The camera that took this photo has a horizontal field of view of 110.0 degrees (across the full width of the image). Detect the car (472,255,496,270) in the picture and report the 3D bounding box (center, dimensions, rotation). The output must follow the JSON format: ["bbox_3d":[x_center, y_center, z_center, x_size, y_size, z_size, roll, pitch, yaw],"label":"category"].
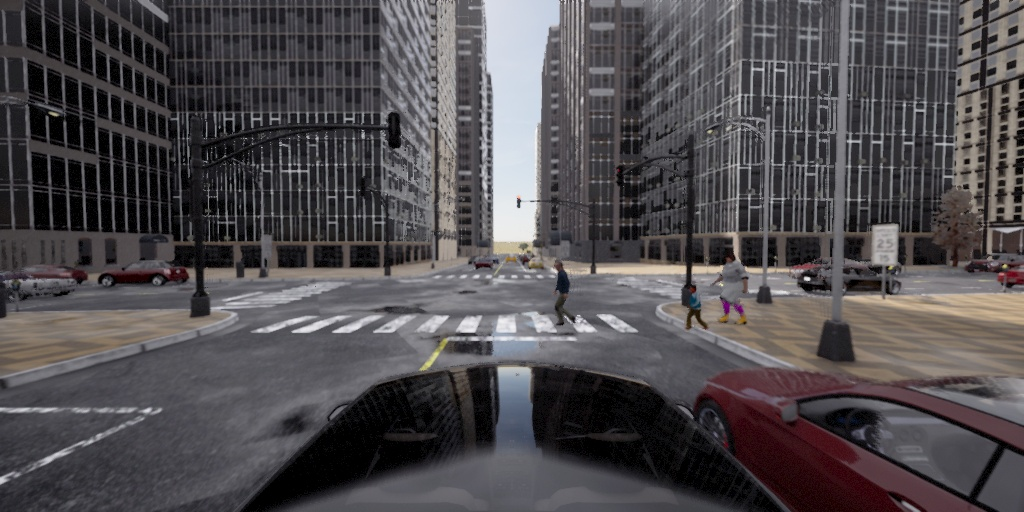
[{"bbox_3d":[-3.149,0.900,41.067,1.895,1.301,4.718,0,1,0],"label":"car"}]

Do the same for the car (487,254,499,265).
[{"bbox_3d":[-3.134,0.450,57.888,2.097,1.767,4.553,0,1,0],"label":"car"}]

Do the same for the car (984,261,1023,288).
[{"bbox_3d":[27.358,1.053,18.333,4.207,1.307,1.802,0,0,-5],"label":"car"}]

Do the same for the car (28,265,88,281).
[{"bbox_3d":[-28.227,1.182,21.534,4.207,1.307,1.802,0,0,-5],"label":"car"}]

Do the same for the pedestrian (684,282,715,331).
[{"bbox_3d":[4.367,1.212,8.511,0.500,1.100,0.500,-1,2,0],"label":"pedestrian"}]

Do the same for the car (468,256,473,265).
[{"bbox_3d":[-5.915,0.674,57.115,1.948,1.339,4.313,0,0,0],"label":"car"}]

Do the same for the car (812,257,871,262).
[{"bbox_3d":[20.743,0.859,23.505,4.674,1.442,1.812,0,2,-5],"label":"car"}]

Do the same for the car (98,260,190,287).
[{"bbox_3d":[-22.603,0.999,22.065,4.097,1.591,1.967,0,0,-5],"label":"car"}]

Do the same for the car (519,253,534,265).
[{"bbox_3d":[2.644,0.427,56.579,2.192,1.841,5.009,0,0,0],"label":"car"}]

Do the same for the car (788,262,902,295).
[{"bbox_3d":[16.105,1.118,17.276,4.313,1.339,1.948,0,0,-5],"label":"car"}]

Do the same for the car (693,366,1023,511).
[{"bbox_3d":[2.692,1.328,1.963,1.802,1.307,4.207,0,0,0],"label":"car"}]

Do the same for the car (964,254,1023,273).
[{"bbox_3d":[37.662,0.568,27.714,4.097,1.591,1.967,0,0,-5],"label":"car"}]

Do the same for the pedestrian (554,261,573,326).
[{"bbox_3d":[1.355,0.953,9.700,0.375,1.860,0.375,-1,2,0],"label":"pedestrian"}]

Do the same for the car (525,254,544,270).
[{"bbox_3d":[2.758,0.820,41.499,1.751,1.417,4.829,0,0,0],"label":"car"}]

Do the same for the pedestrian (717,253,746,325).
[{"bbox_3d":[5.578,0.805,9.104,0.375,1.860,0.375,-1,2,0],"label":"pedestrian"}]

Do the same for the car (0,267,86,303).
[{"bbox_3d":[-23.016,1.350,16.184,4.718,1.301,1.895,0,2,-5],"label":"car"}]
